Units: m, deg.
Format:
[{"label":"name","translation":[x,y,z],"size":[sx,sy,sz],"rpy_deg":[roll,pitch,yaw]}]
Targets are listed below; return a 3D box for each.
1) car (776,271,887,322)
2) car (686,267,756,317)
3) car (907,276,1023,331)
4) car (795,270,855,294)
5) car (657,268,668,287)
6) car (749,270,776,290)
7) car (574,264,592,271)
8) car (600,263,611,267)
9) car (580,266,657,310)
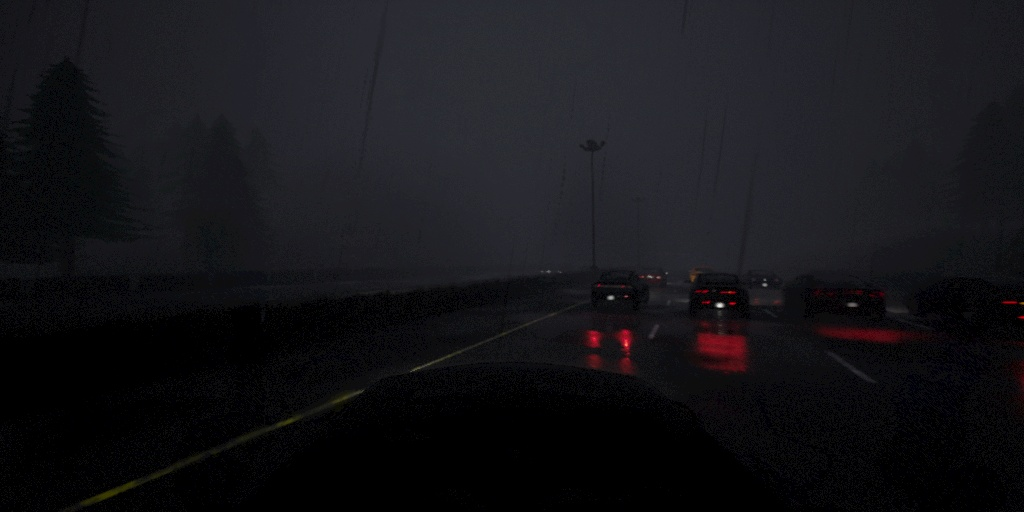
[{"label":"car","translation":[11.361,1.335,13.004],"size":[1.882,1.535,5.008],"rpy_deg":[0,-1,27]},{"label":"car","translation":[7.890,1.367,13.901],"size":[1.837,1.490,4.892],"rpy_deg":[0,0,27]},{"label":"car","translation":[14.151,1.344,10.771],"size":[1.837,1.490,4.892],"rpy_deg":[0,0,27]},{"label":"car","translation":[20.717,1.624,23.956],"size":[1.895,1.301,4.718],"rpy_deg":[0,-1,27]},{"label":"car","translation":[10.987,1.595,27.988],"size":[2.033,1.411,5.357],"rpy_deg":[0,-1,27]},{"label":"car","translation":[17.584,1.635,25.517],"size":[1.895,1.301,4.718],"rpy_deg":[0,-1,27]},{"label":"car","translation":[13.182,2.111,63.873],"size":[1.895,1.301,4.718],"rpy_deg":[0,-1,27]},{"label":"car","translation":[16.326,2.025,62.353],"size":[1.812,1.442,4.674],"rpy_deg":[0,-1,27]},{"label":"car","translation":[4.756,1.364,15.460],"size":[2.128,1.511,4.902],"rpy_deg":[0,-1,27]}]
